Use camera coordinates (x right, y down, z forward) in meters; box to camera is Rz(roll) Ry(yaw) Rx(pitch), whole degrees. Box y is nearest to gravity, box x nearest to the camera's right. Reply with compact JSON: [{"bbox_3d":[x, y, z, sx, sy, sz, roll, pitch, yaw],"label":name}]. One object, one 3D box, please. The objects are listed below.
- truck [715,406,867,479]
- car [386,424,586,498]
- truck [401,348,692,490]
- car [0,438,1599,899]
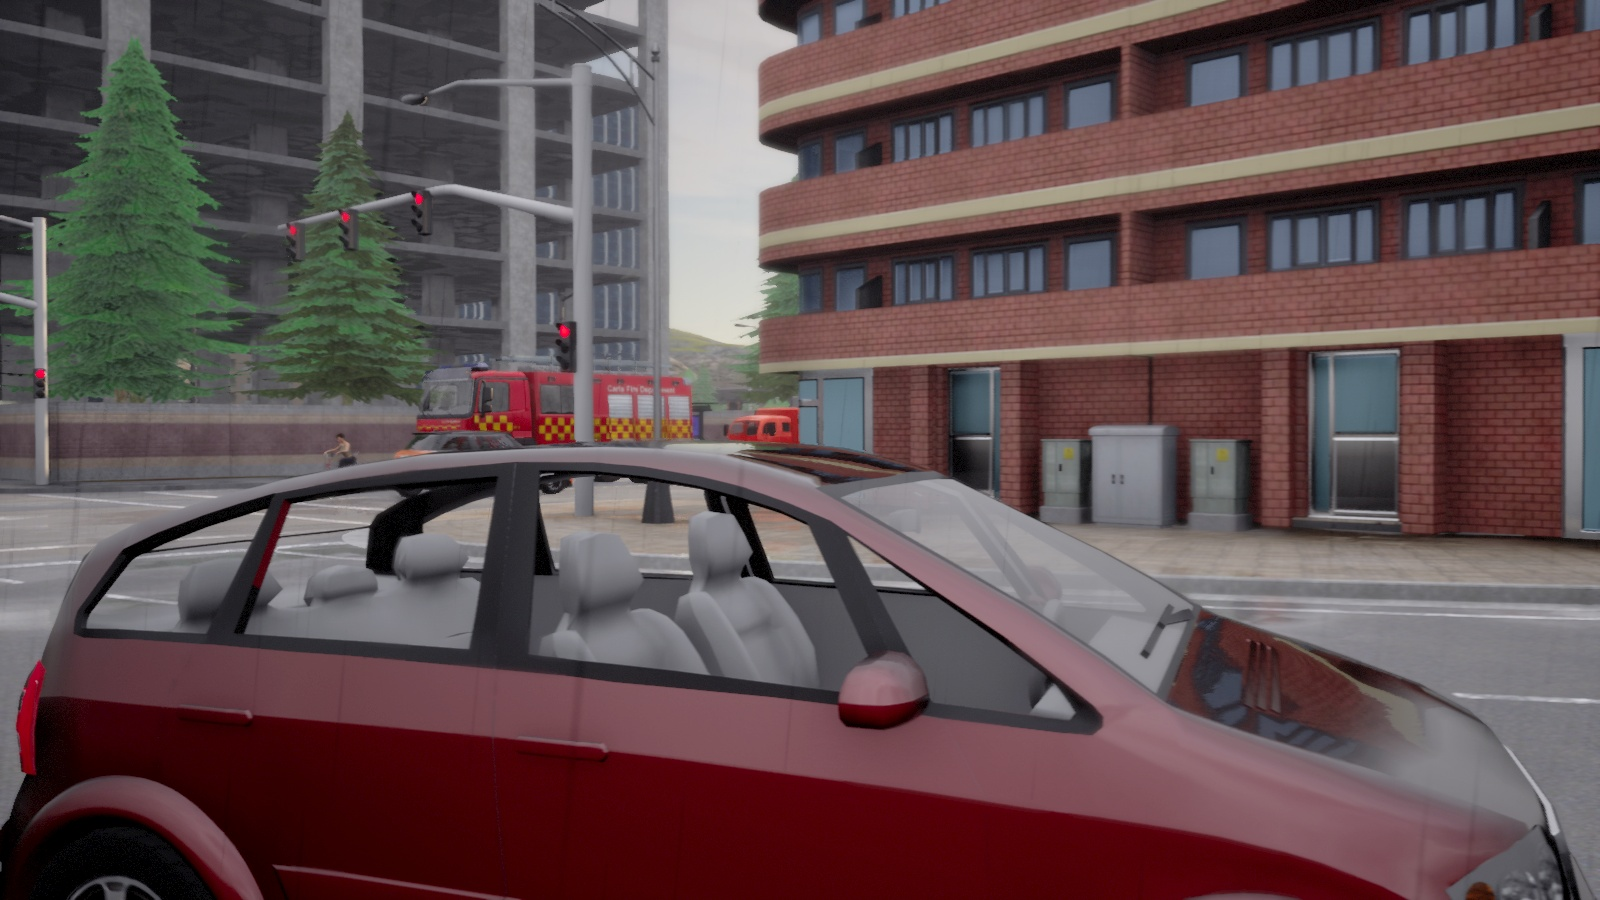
[{"bbox_3d":[-0.271,-0.287,45.455,2.627,2.467,5.204,1,1,44],"label":"truck"},{"bbox_3d":[-7.990,0.225,32.203,2.097,1.767,4.553,1,1,44],"label":"car"},{"bbox_3d":[-7.415,-0.881,37.888,2.891,3.827,8.468,1,1,43],"label":"truck"},{"bbox_3d":[-0.120,0.757,3.225,3.705,1.549,1.789,0,1,21],"label":"car"}]
